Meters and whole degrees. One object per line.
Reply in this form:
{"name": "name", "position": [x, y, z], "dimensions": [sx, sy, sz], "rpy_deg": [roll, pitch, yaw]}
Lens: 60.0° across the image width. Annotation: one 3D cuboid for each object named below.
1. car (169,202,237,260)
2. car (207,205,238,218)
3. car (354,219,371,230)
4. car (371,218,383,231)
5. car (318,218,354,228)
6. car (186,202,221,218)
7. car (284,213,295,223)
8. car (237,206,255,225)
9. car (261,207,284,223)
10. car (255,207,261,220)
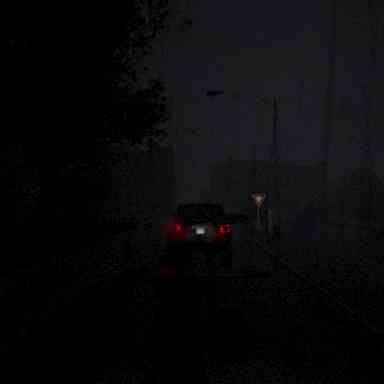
{"name": "car", "position": [0.335, 1.434, 13.366], "dimensions": [2.150, 2.045, 5.566], "rpy_deg": [0, -2, 1]}
{"name": "car", "position": [4.402, 2.863, 48.866], "dimensions": [2.185, 1.767, 4.553], "rpy_deg": [4, -4, -31]}
{"name": "car", "position": [25.113, 5.024, 52.696], "dimensions": [2.002, 1.452, 4.674], "rpy_deg": [7, -4, -30]}
{"name": "car", "position": [27.989, 5.272, 53.376], "dimensions": [1.946, 1.575, 5.366], "rpy_deg": [7, -4, -30]}
{"name": "car", "position": [22.147, 4.733, 52.156], "dimensions": [2.002, 1.452, 4.674], "rpy_deg": [7, -4, -30]}
{"name": "car", "position": [1.528, 2.569, 48.251], "dimensions": [2.435, 2.045, 5.566], "rpy_deg": [1, -3, -31]}
{"name": "car", "position": [13.189, 3.822, 50.700], "dimensions": [1.946, 1.575, 5.366], "rpy_deg": [7, -4, -31]}
{"name": "car", "position": [4.139, 2.350, 32.296], "dimensions": [1.882, 1.535, 5.008], "rpy_deg": [0, -3, 30]}
{"name": "car", "position": [10.362, 3.283, 49.976], "dimensions": [2.435, 2.045, 5.566], "rpy_deg": [7, -4, -31]}
{"name": "car", "position": [7.370, 3.114, 49.391], "dimensions": [2.185, 1.767, 4.553], "rpy_deg": [6, -4, -31]}
